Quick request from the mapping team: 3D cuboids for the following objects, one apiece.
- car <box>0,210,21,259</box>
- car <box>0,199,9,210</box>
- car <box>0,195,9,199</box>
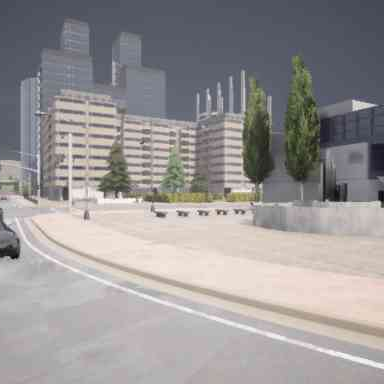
[{"bbox_3d":[-7.421,1.570,11.810,1.994,1.385,4.181,0,0,-36],"label":"car"},{"bbox_3d":[-14.719,1.493,24.250,2.128,1.511,4.902,0,0,-29],"label":"car"},{"bbox_3d":[-43.689,1.470,77.427,1.895,1.301,4.718,0,0,-29],"label":"car"}]
